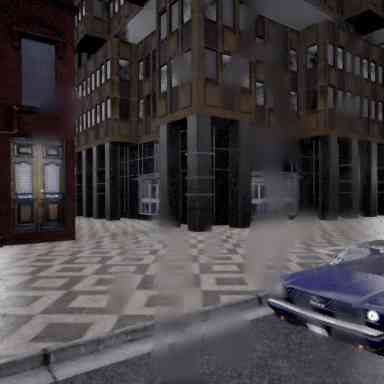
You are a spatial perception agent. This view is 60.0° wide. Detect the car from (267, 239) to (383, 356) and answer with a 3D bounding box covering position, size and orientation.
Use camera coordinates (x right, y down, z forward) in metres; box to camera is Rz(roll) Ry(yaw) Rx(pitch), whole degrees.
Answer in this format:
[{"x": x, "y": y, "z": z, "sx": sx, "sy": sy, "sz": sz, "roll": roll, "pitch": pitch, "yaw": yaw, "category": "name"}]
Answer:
[{"x": 3.533, "y": 1.600, "z": 5.904, "sx": 4.718, "sy": 1.301, "sz": 1.895, "roll": 0, "pitch": 0, "yaw": -36, "category": "car"}]
